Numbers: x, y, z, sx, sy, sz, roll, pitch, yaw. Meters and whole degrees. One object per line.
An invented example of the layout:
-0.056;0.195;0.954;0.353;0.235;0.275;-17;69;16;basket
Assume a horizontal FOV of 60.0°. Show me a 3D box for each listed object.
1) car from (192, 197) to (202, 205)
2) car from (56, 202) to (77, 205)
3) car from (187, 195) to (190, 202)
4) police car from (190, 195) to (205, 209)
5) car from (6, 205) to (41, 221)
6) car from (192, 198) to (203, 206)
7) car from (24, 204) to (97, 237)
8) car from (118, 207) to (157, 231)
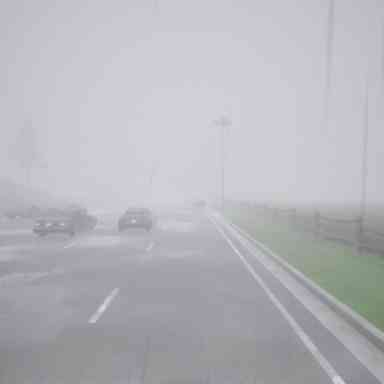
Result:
0.938;1.826;66.500;1.812;1.442;4.674;0;0;0;car
-10.412;1.608;28.158;1.882;1.535;5.008;0;0;0;car
-0.208;1.799;83.740;1.994;1.385;4.181;0;0;0;car
1.026;1.653;50.578;1.930;1.638;5.238;0;0;0;police car
-13.912;1.736;28.773;1.895;1.301;4.718;0;0;0;car
0.972;1.778;60.501;1.837;1.490;4.892;0;0;0;car
-6.908;1.634;18.650;2.033;1.411;5.357;0;0;0;car
-3.409;1.662;21.350;1.994;1.385;4.181;0;0;0;car
